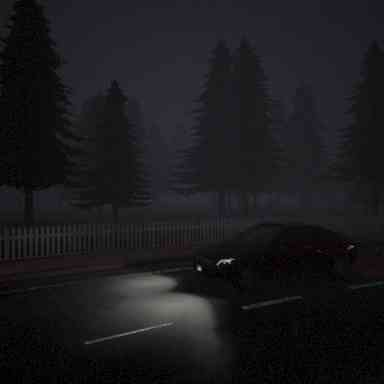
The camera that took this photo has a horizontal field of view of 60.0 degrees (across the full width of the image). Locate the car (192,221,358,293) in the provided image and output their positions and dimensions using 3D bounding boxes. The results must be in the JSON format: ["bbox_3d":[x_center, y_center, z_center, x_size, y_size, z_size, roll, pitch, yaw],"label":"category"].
[{"bbox_3d":[2.293,1.523,8.821,4.674,1.442,1.812,0,0,-25],"label":"car"}]
